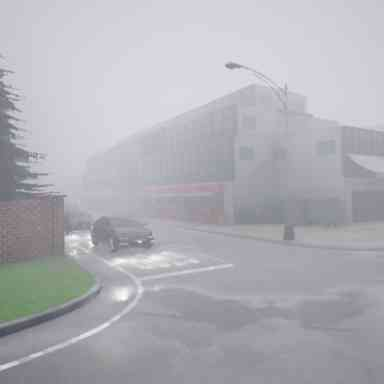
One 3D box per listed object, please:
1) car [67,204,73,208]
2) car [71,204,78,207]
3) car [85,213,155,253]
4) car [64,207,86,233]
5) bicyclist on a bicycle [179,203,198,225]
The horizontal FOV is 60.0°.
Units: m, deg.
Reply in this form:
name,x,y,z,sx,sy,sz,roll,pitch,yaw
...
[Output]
name,x,y,z,sx,sy,sz,roll,pitch,yaw
car,-13.143,2.176,31.865,1.837,1.490,4.892,-1,0,-31
car,-15.947,2.314,43.474,2.128,1.511,4.902,-1,-1,-31
car,-3.406,1.850,15.845,1.837,1.490,4.892,-1,0,-31
car,-8.175,2.069,23.699,1.994,1.385,4.181,-1,0,-31
bicyclist on a bicycle,-0.281,1.658,25.099,1.656,1.620,0.582,-1,0,-31
